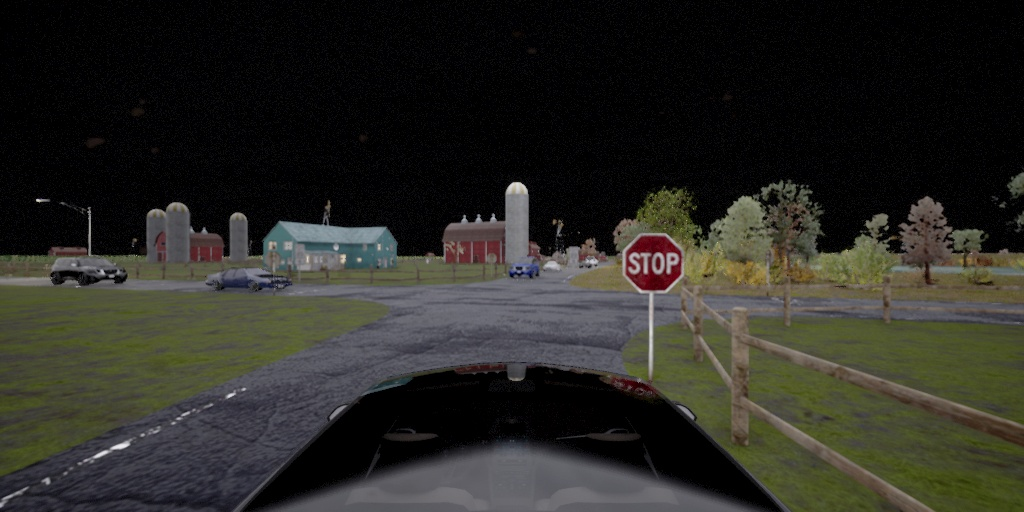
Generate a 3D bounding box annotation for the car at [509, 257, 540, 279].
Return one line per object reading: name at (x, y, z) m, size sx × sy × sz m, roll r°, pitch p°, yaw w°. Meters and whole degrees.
car at (1.301, 1.113, 35.173) m, size 2.150 × 2.045 × 5.566 m, roll 0°, pitch 0°, yaw 14°

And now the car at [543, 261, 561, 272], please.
car at (5.640, 1.485, 50.288) m, size 1.812 × 1.442 × 4.674 m, roll 0°, pitch 0°, yaw 18°

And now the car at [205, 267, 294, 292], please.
car at (-16.274, 1.417, 22.160) m, size 5.357 × 1.411 × 2.033 m, roll 0°, pitch 0°, yaw 17°

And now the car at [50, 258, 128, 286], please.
car at (-31.822, 1.143, 26.950) m, size 5.566 × 2.045 × 2.150 m, roll 0°, pitch 0°, yaw 17°
